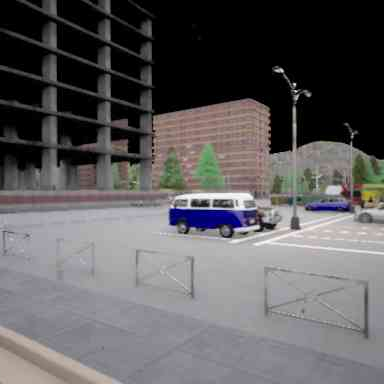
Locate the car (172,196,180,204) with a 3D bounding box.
[{"bbox_3d":[-5.465,1.406,78.189,1.851,1.617,3.988,0,0,36],"label":"car"}]

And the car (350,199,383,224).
[{"bbox_3d":[12.788,1.400,21.809,3.806,1.475,1.970,0,0,36],"label":"car"}]

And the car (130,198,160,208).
[{"bbox_3d":[-7.057,1.629,49.807,1.895,1.301,4.718,0,0,36],"label":"car"}]

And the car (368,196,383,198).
[{"bbox_3d":[16.002,1.158,26.369,4.605,1.855,1.932,0,0,36],"label":"car"}]
